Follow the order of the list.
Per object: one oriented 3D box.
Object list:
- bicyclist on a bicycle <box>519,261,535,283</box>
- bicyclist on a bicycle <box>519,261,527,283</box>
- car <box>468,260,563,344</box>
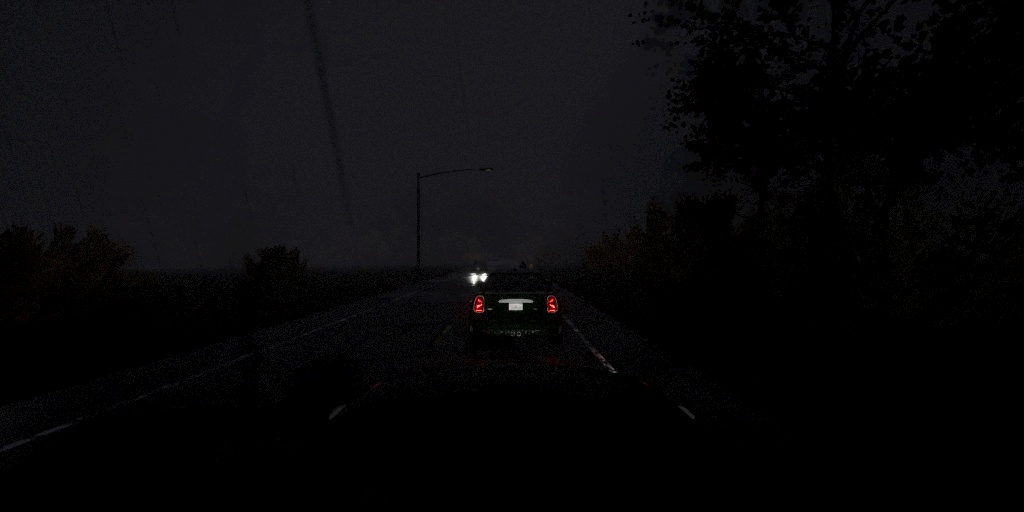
[{"bbox_3d":[0.903,1.181,17.107,0.866,1.612,1.509,0,0,0],"label":"bicyclist on a bicycle"},{"bbox_3d":[0.840,1.193,27.224,0.582,1.620,1.656,0,0,0],"label":"bicyclist on a bicycle"},{"bbox_3d":[0.072,1.099,9.763,2.097,1.767,4.553,0,0,0],"label":"car"}]
